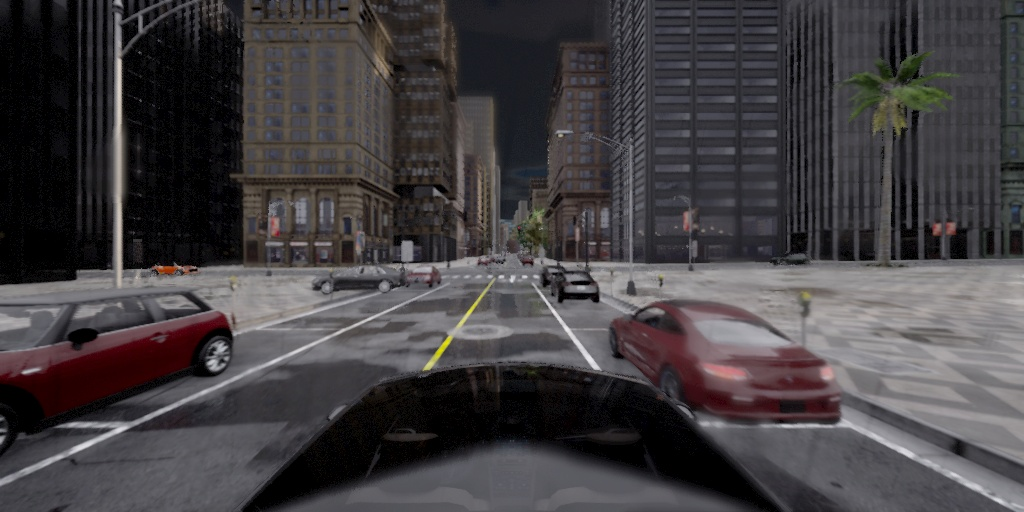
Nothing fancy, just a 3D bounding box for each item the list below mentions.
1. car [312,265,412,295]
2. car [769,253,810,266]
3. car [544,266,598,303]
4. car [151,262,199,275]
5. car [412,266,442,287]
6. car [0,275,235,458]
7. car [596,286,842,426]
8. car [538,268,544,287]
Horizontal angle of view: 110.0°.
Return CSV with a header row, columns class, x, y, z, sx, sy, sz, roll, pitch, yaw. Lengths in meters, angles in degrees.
class,x,y,z,sx,sy,sz,roll,pitch,yaw
car,-7.494,1.122,17.855,4.403,1.370,2.007,0,0,-9
car,38.477,0.447,49.803,4.553,1.767,2.097,-1,0,1
car,2.760,1.304,16.405,1.948,1.339,4.313,0,0,0
car,-40.711,1.496,43.420,4.553,1.767,2.097,-1,0,1
car,-5.767,1.305,23.774,1.802,1.307,4.207,0,0,0
car,-5.763,1.189,4.444,1.967,1.591,4.097,0,0,0
car,2.762,1.331,5.602,1.802,1.307,4.207,0,0,0
car,2.759,1.289,23.771,1.948,1.339,4.313,0,0,0
